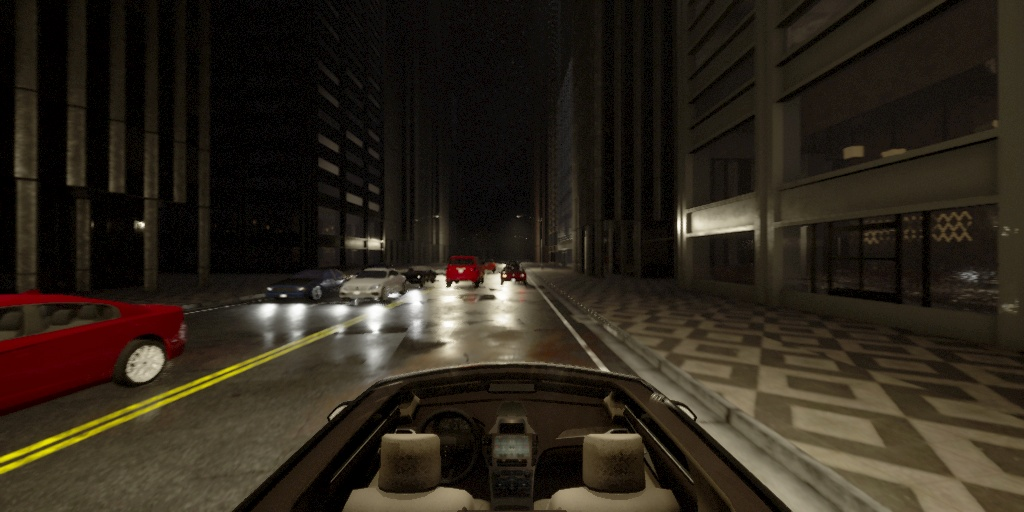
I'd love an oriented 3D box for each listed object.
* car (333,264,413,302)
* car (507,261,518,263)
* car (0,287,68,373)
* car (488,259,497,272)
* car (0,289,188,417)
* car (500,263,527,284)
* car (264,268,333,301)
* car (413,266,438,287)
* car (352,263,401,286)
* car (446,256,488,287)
[{"bbox_3d":[-6.508,1.298,17.393,1.812,1.442,4.674,0,0,0],"label":"car"},{"bbox_3d":[0.091,1.334,47.455,1.837,1.490,4.892,0,0,0],"label":"car"},{"bbox_3d":[-9.836,1.318,5.038,1.994,1.385,4.181,0,0,1],"label":"car"},{"bbox_3d":[-3.159,1.178,47.173,2.097,1.767,4.553,0,0,0],"label":"car"},{"bbox_3d":[-6.596,1.231,4.113,1.882,1.535,5.008,0,0,0],"label":"car"},{"bbox_3d":[0.101,1.389,26.959,1.895,1.301,4.718,0,0,0],"label":"car"},{"bbox_3d":[-9.752,1.321,17.963,2.033,1.411,5.357,0,0,0],"label":"car"},{"bbox_3d":[-6.556,1.386,24.745,1.895,1.301,4.718,0,0,1],"label":"car"},{"bbox_3d":[-9.788,1.313,26.294,1.812,1.442,4.674,0,0,0],"label":"car"},{"bbox_3d":[-3.152,1.009,24.878,2.150,2.045,5.566,0,0,0],"label":"car"}]
